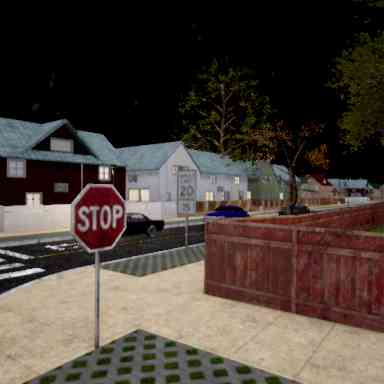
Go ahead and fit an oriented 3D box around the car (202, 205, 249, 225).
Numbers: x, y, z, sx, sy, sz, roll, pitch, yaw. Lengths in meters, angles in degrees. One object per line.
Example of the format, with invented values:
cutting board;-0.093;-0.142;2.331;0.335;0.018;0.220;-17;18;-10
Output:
car;2.655;1.743;25.095;1.812;1.442;4.674;0;-1;37

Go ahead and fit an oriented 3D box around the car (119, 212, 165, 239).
car;-3.588;1.717;16.785;1.895;1.301;4.718;0;0;36

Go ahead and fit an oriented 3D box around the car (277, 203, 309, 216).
car;11.201;1.898;36.401;2.033;1.411;5.357;0;0;37
